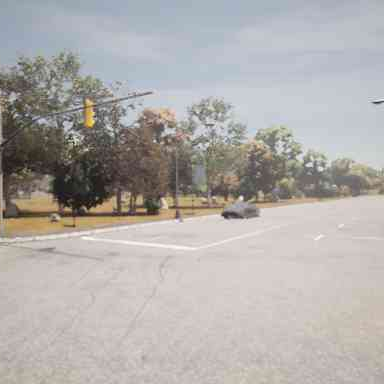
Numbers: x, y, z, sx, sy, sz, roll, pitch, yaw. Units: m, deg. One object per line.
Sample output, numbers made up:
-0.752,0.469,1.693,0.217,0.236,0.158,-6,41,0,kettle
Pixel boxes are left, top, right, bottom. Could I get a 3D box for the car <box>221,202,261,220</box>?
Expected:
4.538,1.660,30.156,2.033,1.411,5.357,-1,0,32,car
